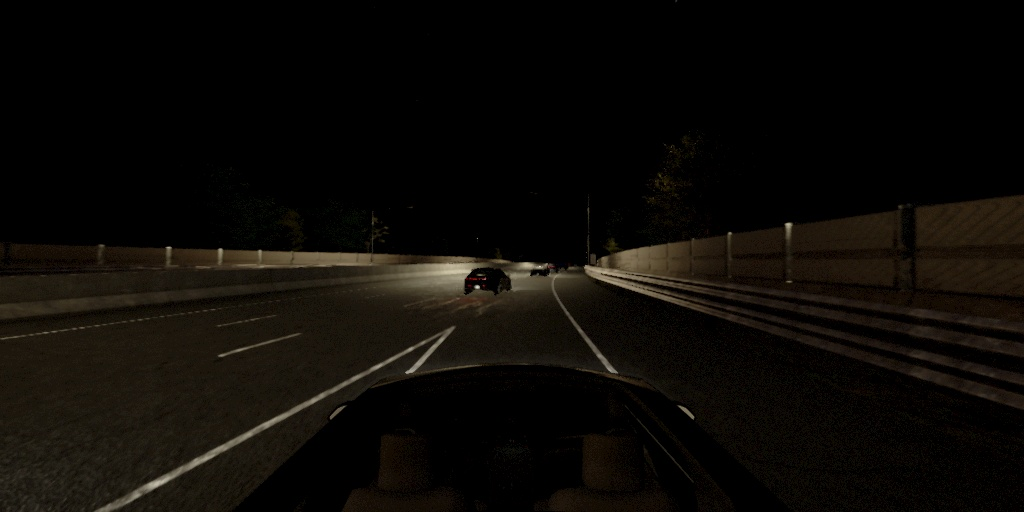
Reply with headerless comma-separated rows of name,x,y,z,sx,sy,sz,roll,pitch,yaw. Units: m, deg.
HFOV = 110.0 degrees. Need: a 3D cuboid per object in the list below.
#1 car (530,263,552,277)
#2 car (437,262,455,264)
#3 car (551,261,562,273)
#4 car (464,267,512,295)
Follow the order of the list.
car,3.396,1.823,43.258,1.895,1.301,4.718,0,-1,12
car,-11.420,1.846,58.228,1.882,1.535,5.008,0,-1,12
car,6.624,1.964,58.931,2.128,1.511,4.902,0,-1,12
car,-1.282,1.393,20.532,1.837,1.490,4.892,0,-1,12
